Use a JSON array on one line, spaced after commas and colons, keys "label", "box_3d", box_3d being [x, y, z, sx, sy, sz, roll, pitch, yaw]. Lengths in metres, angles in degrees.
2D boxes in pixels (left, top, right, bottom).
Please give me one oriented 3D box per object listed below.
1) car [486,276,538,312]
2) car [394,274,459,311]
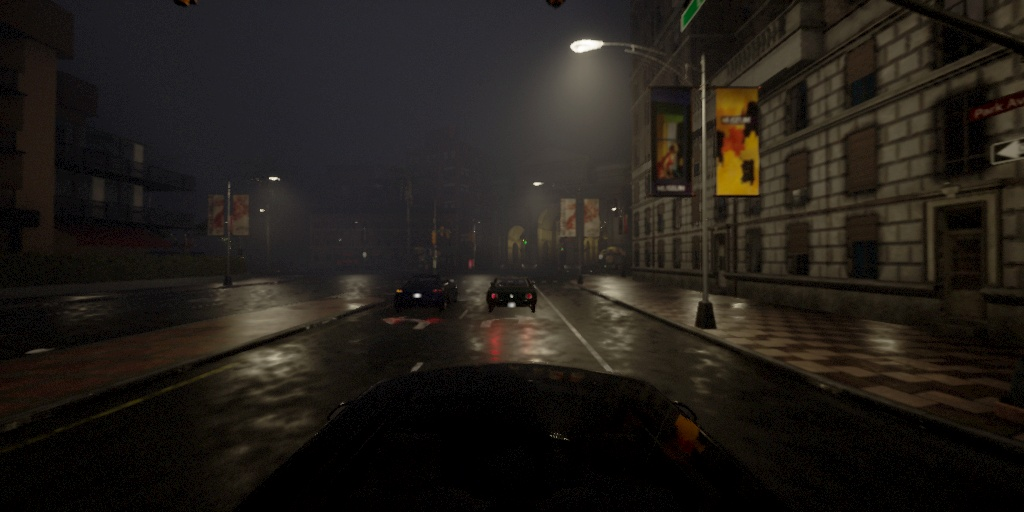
[{"label": "car", "box_3d": [0.002, 1.495, 15.074, 1.895, 1.301, 4.718, 0, -1, 0]}, {"label": "car", "box_3d": [-3.495, 1.461, 15.283, 1.994, 1.385, 4.181, 0, -1, 0]}]
